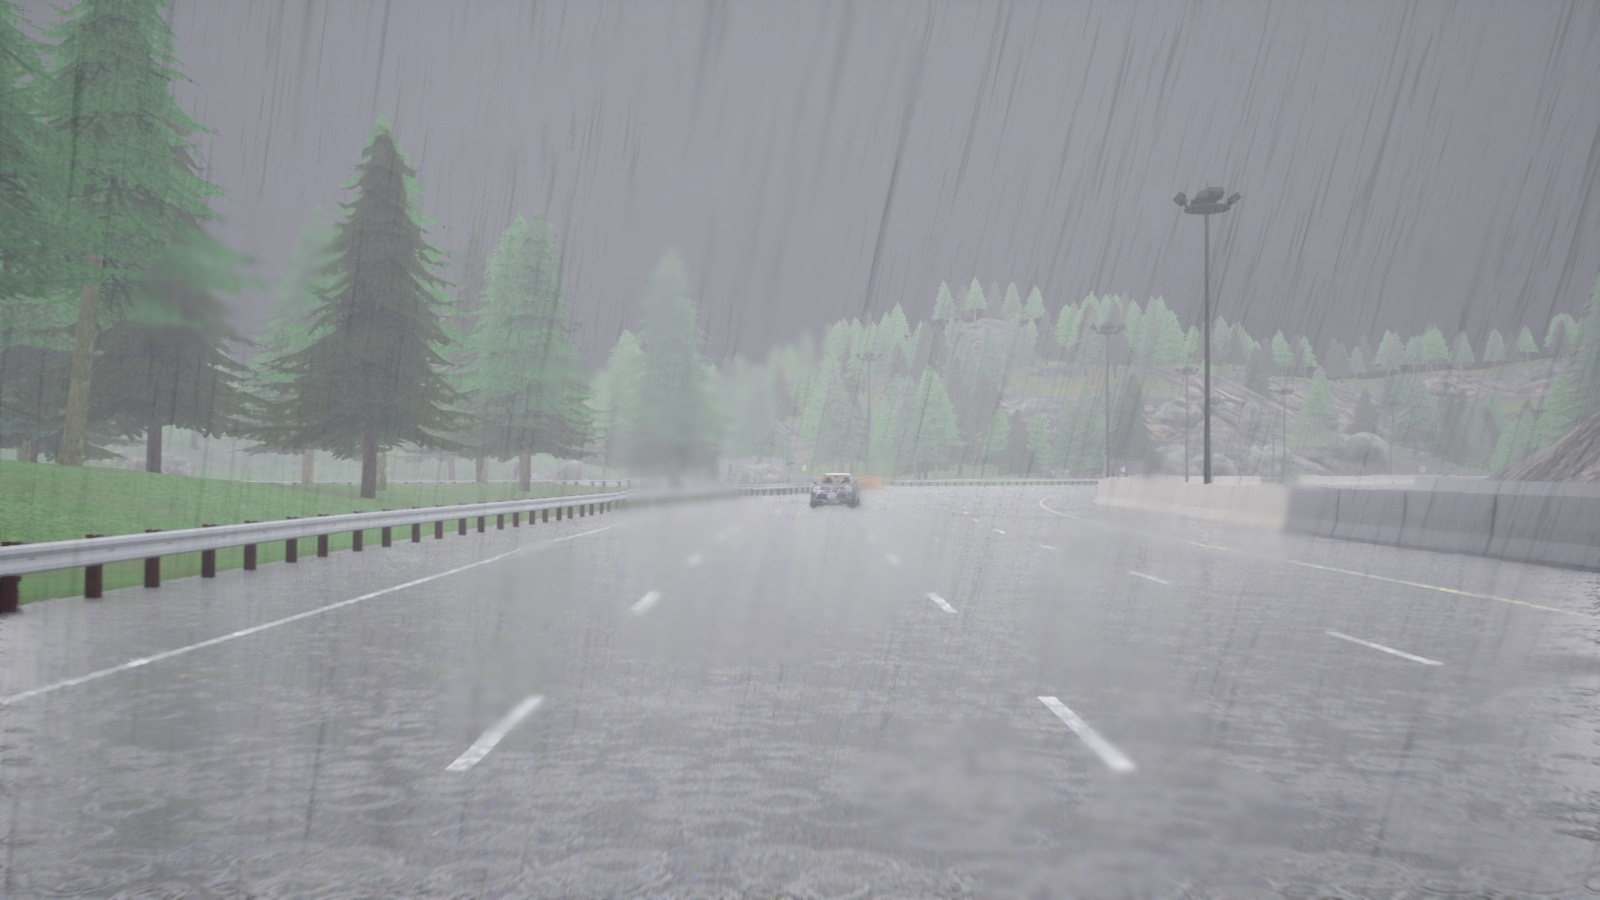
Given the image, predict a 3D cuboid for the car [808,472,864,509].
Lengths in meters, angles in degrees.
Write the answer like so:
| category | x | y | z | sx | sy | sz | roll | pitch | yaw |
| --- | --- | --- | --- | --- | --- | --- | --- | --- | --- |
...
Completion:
| category | x | y | z | sx | sy | sz | roll | pitch | yaw |
| --- | --- | --- | --- | --- | --- | --- | --- | --- | --- |
| car | 1.521 | 1.642 | 51.861 | 1.970 | 1.475 | 3.806 | 0 | -1 | 7 |
